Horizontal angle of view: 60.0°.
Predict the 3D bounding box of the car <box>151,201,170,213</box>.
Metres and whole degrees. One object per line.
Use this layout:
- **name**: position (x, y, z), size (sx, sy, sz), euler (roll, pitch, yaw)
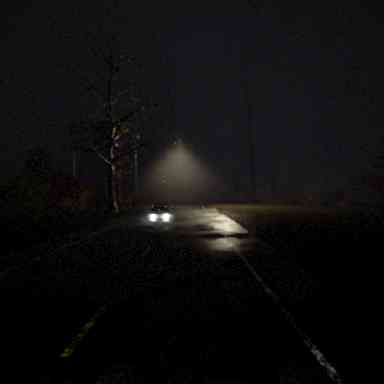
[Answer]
- **car**: position (-3.583, 1.674, 38.377), size (1.895, 1.301, 4.718), euler (0, 0, 0)
